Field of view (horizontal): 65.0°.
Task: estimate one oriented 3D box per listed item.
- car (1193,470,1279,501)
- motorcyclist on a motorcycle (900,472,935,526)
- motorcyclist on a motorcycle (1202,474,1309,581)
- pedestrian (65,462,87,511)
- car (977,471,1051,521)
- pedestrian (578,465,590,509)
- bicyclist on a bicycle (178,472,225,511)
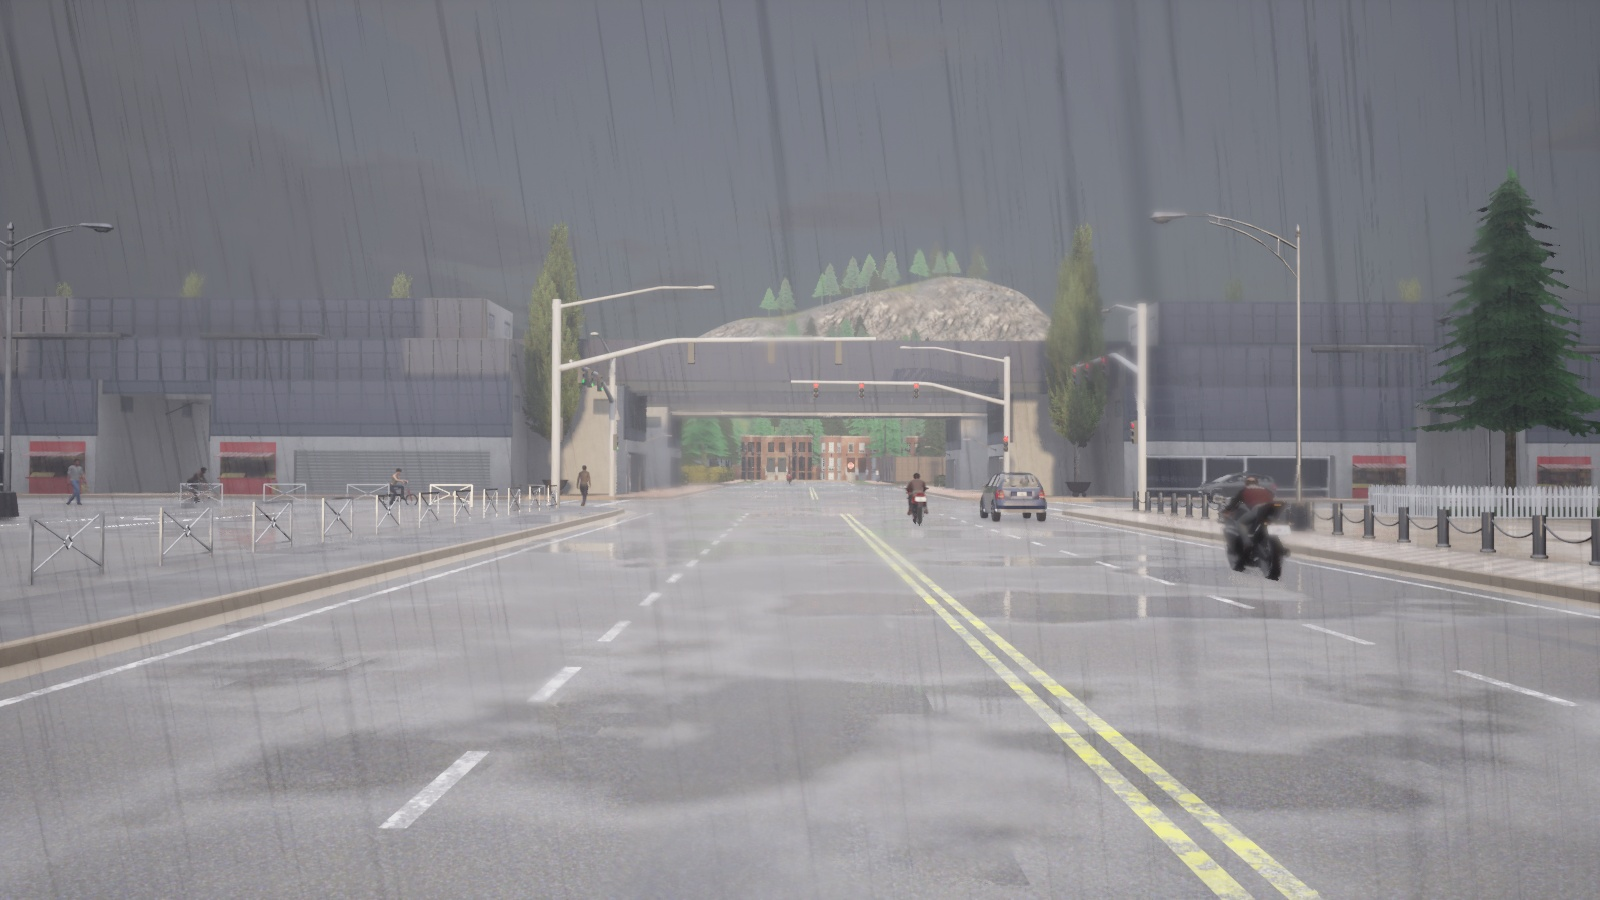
[{"bbox_3d":[21.921,1.764,63.185,3.705,1.549,1.789,0,-1,0],"label":"car"},{"bbox_3d":[3.395,1.394,36.439,0.797,1.523,2.044,0,-1,0],"label":"motorcyclist on a motorcycle"},{"bbox_3d":[6.960,1.145,19.305,0.866,1.530,2.191,0,-1,1],"label":"motorcyclist on a motorcycle"},{"bbox_3d":[-27.493,1.382,47.673,0.706,1.836,0.354,-1,-1,22],"label":"pedestrian"},{"bbox_3d":[6.895,1.449,40.792,1.789,1.549,3.705,0,-1,0],"label":"car"},{"bbox_3d":[-8.839,1.510,51.409,0.328,1.805,0.869,0,-1,2],"label":"pedestrian"},{"bbox_3d":[-25.113,1.751,52.704,1.656,1.620,0.582,0,-1,1],"label":"bicyclist on a bicycle"}]
